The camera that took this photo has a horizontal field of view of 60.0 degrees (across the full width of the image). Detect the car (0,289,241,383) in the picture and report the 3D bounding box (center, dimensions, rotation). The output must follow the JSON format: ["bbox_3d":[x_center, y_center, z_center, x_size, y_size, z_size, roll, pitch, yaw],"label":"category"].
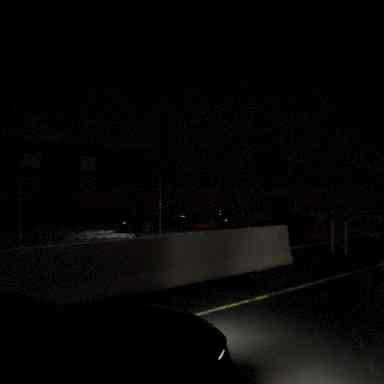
[{"bbox_3d":[-1.731,1.526,2.516,4.674,1.442,1.812,0,0,-36],"label":"car"}]

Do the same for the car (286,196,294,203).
[{"bbox_3d":[4.065,1.222,20.058,5.566,2.045,2.150,0,0,-37],"label":"car"}]

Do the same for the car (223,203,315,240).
[{"bbox_3d":[3.625,1.476,15.342,5.008,1.535,1.882,0,0,-37],"label":"car"}]
